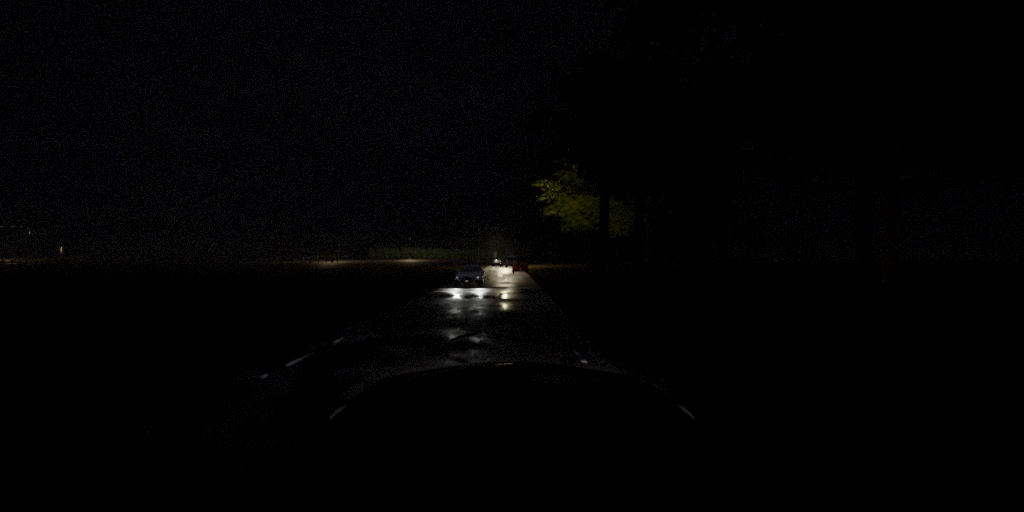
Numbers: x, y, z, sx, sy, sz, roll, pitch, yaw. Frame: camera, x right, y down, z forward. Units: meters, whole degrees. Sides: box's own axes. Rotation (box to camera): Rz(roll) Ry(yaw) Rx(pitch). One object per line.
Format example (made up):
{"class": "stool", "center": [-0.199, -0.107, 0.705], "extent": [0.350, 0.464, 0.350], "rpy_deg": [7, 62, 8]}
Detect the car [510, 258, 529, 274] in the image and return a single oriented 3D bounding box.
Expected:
{"class": "car", "center": [0.964, 1.296, 42.472], "extent": [1.882, 1.535, 5.008], "rpy_deg": [0, 0, 0]}

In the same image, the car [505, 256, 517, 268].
{"class": "car", "center": [0.004, 1.036, 61.913], "extent": [2.150, 2.045, 5.566], "rpy_deg": [0, 0, 0]}

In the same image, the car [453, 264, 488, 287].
{"class": "car", "center": [-2.846, 1.323, 24.909], "extent": [1.812, 1.442, 4.674], "rpy_deg": [0, 0, 0]}
